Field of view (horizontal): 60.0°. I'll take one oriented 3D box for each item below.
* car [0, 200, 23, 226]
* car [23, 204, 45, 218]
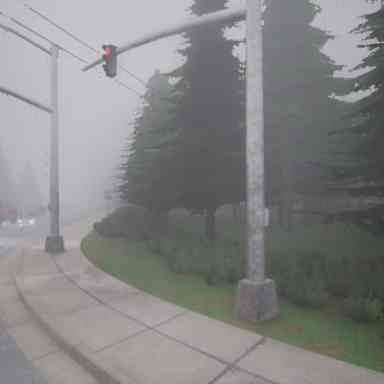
[{"bbox_3d":[-15.916,1.658,26.783,2.150,2.045,5.566,0,-1,-10],"label":"car"},{"bbox_3d":[-17.674,2.058,36.779,2.128,1.511,4.902,0,-1,-10],"label":"car"}]
